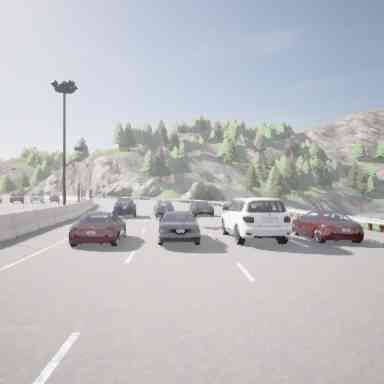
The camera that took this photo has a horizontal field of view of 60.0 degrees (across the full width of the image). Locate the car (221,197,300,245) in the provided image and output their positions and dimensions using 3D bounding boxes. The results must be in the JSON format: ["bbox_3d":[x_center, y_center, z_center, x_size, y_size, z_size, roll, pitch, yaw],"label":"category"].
[{"bbox_3d":[2.825,1.258,15.735,2.150,2.045,5.566,0,0,-5],"label":"car"}]

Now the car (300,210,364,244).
[{"bbox_3d":[6.315,1.573,15.998,1.994,1.385,4.181,0,0,-5],"label":"car"}]

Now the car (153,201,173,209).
[{"bbox_3d":[-2.628,1.564,31.015,2.033,1.411,5.357,0,0,-10],"label":"car"}]

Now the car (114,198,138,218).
[{"bbox_3d":[-6.074,1.367,30.403,2.097,1.767,4.553,0,0,-10],"label":"car"}]

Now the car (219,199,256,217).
[{"bbox_3d":[4.275,1.496,32.179,2.128,1.511,4.902,0,0,-10],"label":"car"}]

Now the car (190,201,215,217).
[{"bbox_3d":[0.824,1.573,31.597,1.994,1.385,4.181,0,0,-10],"label":"car"}]

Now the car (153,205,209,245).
[{"bbox_3d":[-0.660,1.564,15.413,2.033,1.411,5.357,0,0,-5],"label":"car"}]

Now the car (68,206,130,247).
[{"bbox_3d":[-4.148,1.573,15.120,1.994,1.385,4.181,0,0,-5],"label":"car"}]
